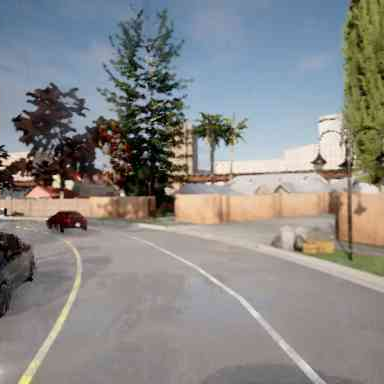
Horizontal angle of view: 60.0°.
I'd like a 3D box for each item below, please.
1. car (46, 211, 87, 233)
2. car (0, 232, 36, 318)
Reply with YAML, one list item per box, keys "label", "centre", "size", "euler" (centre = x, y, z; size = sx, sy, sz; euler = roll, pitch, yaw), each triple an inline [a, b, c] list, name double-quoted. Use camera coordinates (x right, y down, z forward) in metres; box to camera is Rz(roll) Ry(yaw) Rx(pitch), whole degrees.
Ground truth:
- label: "car"
  centre: [-9.042, 2.064, 23.984]
  size: [1.812, 1.442, 4.674]
  euler: [0, -2, -38]
- label: "car"
  centre: [-4.856, 1.688, 7.599]
  size: [1.812, 1.442, 4.674]
  euler: [0, -1, -15]
